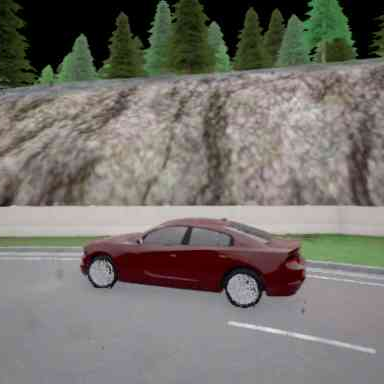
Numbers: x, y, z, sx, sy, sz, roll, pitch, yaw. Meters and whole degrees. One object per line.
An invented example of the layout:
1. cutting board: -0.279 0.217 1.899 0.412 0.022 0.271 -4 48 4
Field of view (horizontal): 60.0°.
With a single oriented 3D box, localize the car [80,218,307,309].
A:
1. car: -0.103 1.313 7.368 5.008 1.535 1.882 1 1 20
